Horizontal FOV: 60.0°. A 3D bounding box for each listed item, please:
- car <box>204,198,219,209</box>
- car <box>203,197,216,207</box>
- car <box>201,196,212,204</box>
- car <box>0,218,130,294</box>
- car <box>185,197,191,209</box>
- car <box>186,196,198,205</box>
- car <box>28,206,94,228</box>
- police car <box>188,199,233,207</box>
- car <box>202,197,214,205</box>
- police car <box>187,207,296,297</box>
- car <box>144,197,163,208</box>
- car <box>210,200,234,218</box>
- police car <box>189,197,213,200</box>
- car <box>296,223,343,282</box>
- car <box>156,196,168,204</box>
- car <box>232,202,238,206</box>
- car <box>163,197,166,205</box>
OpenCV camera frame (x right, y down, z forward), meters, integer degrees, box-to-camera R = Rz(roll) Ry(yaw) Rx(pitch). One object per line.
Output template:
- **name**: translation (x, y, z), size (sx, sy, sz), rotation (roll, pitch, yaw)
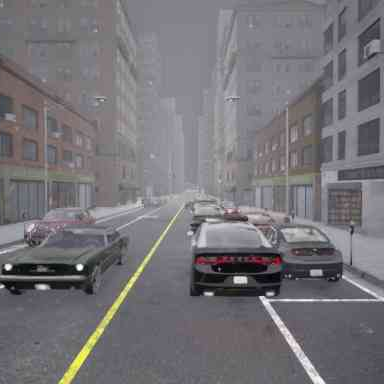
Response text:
- **car**: translation (2.754, 1.599, 48.077), size (1.947, 1.339, 4.313), rotation (-1, 0, 0)
- **car**: translation (2.754, 1.584, 53.581), size (1.887, 1.381, 4.507), rotation (-1, 0, 0)
- **car**: translation (2.755, 1.597, 64.592), size (1.887, 1.381, 4.507), rotation (-1, 0, 0)
- **car**: translation (-3.002, 1.603, 8.884), size (1.895, 1.301, 4.718), rotation (0, 0, 0)
- **car**: translation (0.012, 1.555, 45.187), size (1.812, 1.442, 4.674), rotation (0, 0, 0)
- **car**: translation (0.002, 1.537, 58.951), size (2.128, 1.511, 4.902), rotation (0, 0, 0)
- **car**: translation (-5.775, 1.446, 15.047), size (1.967, 1.590, 4.097), rotation (-1, 0, 0)
- **police car**: translation (0.895, 1.433, 18.753), size (1.930, 1.638, 5.238), rotation (0, 0, 0)
- **car**: translation (2.754, 1.590, 59.087), size (1.887, 1.381, 4.507), rotation (-1, 0, 0)
- **police car**: translation (0.898, 1.428, 8.752), size (1.930, 1.638, 5.238), rotation (0, 0, 0)
- **car**: translation (-5.773, 1.473, 48.077), size (1.967, 1.590, 4.097), rotation (-1, 0, 0)
- **car**: translation (2.752, 1.562, 31.561), size (1.887, 1.381, 4.507), rotation (-1, 0, 0)
- **police car**: translation (0.899, 1.437, 24.753), size (1.930, 1.638, 5.238), rotation (0, 0, 0)
- **car**: translation (2.751, 1.554, 9.540), size (2.008, 1.369, 4.403), rotation (-1, 0, 0)
- **car**: translation (-5.770, 1.596, 64.593), size (1.887, 1.381, 4.507), rotation (-1, 0, 0)
- **car**: translation (2.750, 1.453, 26.056), size (1.967, 1.590, 4.097), rotation (-1, 0, 0)
- **car**: translation (-5.771, 1.605, 53.583), size (1.947, 1.339, 4.313), rotation (-1, 0, 0)
